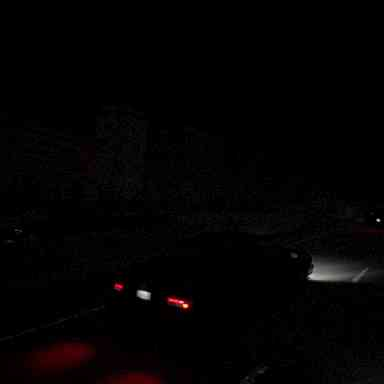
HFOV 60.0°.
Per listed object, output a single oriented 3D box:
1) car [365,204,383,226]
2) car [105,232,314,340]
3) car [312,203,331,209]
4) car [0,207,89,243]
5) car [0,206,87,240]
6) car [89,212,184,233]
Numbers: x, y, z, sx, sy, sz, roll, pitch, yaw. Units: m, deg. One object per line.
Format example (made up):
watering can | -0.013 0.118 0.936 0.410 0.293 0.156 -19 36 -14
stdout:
car | 13.616 1.594 23.569 1.837 1.490 4.892 0 0 37
car | 0.818 1.570 6.884 2.033 1.411 5.357 0 0 37
car | 18.770 2.252 47.702 2.097 1.767 4.553 0 -6 37
car | -6.218 1.524 15.293 1.882 1.535 5.008 0 0 37
car | -8.344 1.581 18.272 1.812 1.442 4.674 0 0 37
car | -2.125 1.611 14.877 1.994 1.385 4.181 0 0 37
